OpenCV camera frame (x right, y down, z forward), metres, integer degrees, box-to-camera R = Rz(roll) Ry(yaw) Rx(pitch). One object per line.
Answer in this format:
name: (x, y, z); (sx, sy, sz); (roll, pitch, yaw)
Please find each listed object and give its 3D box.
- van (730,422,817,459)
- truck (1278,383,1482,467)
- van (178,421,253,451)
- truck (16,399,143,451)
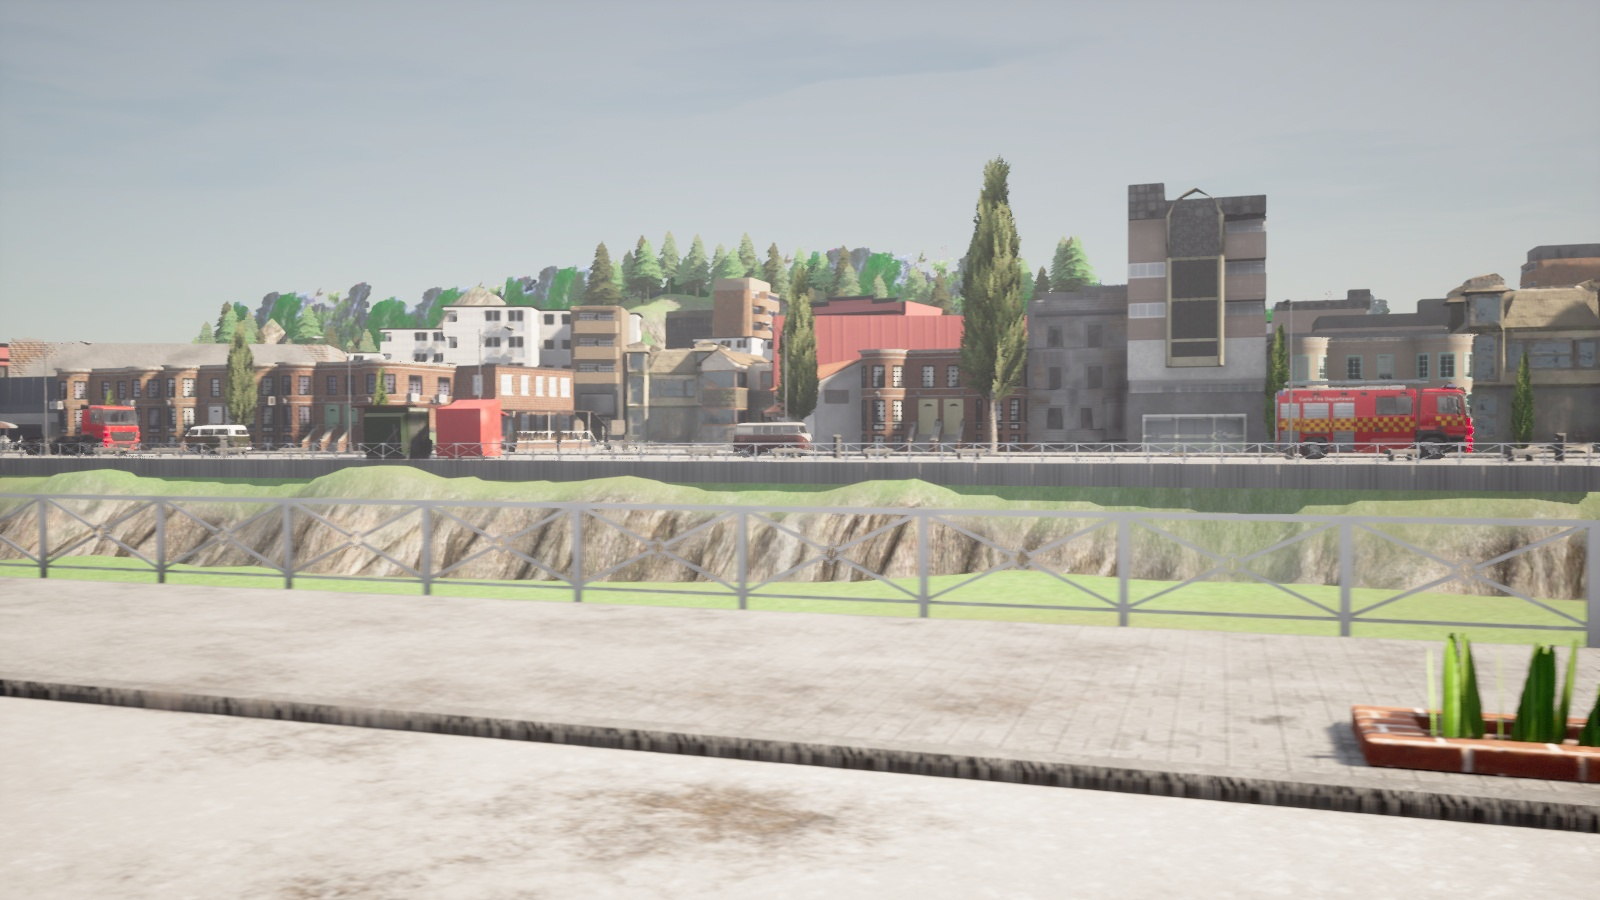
van: (-1.470, -0.536, 69.317); (4.442, 1.987, 1.775); (1, 1, 19)
truck: (27.314, -1.190, 59.628); (8.468, 3.827, 2.891); (1, 1, 19)
van: (-40.294, -0.988, 86.584); (4.480, 2.038, 2.069); (1, 1, 19)
truck: (-48.908, -1.705, 85.251); (7.936, 3.462, 2.891); (1, 1, 19)
